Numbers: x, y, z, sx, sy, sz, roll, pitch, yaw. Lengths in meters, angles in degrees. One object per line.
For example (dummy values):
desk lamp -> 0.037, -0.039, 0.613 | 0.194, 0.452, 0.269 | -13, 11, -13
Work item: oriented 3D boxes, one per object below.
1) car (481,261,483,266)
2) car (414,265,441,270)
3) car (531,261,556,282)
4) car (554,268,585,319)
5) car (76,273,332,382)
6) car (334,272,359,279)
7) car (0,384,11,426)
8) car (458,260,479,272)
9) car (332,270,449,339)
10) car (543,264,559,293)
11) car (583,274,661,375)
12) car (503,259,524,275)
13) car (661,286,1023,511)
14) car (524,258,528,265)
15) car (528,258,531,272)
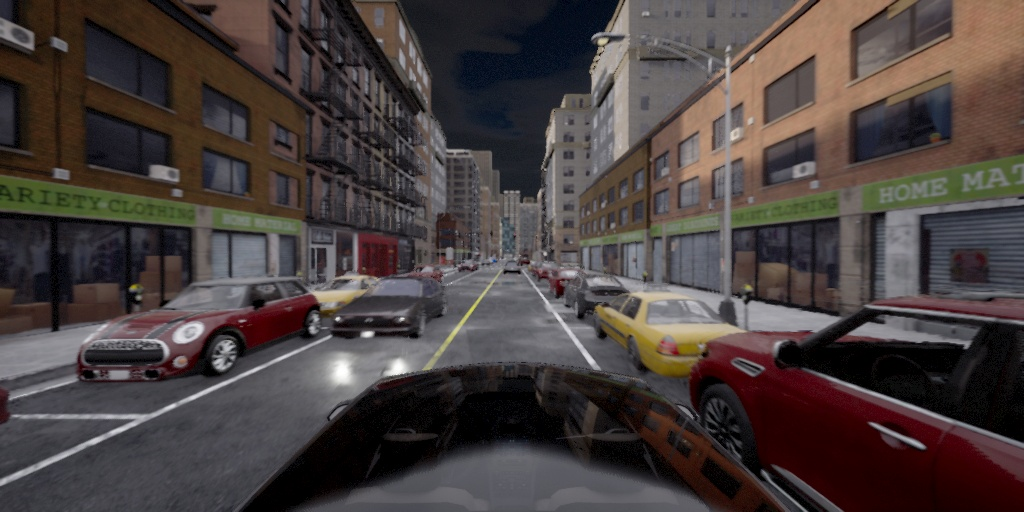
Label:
car -> -5.648, 1.353, 51.141 | 1.948, 1.339, 4.313 | 0, 0, 0
car -> -5.659, 1.299, 23.658 | 1.888, 1.381, 4.507 | 0, 0, 0
car -> 2.869, 1.197, 29.151 | 1.967, 1.591, 4.097 | 0, 0, 0
car -> 2.862, 1.299, 12.661 | 2.007, 1.370, 4.403 | 0, 0, 0
car -> -5.666, 1.188, 7.168 | 1.967, 1.591, 4.097 | 0, 0, 0
car -> -5.663, 1.274, 12.494 | 1.751, 1.417, 4.829 | 0, 0, 0
car -> -5.667, 1.332, 1.671 | 1.802, 1.307, 4.207 | 0, 0, 0
car -> -5.650, 1.217, 45.645 | 1.967, 1.591, 4.097 | 0, 0, 0
car -> -3.088, 1.296, 10.328 | 2.033, 1.411, 5.357 | 0, 0, 0
car -> 2.864, 1.295, 18.158 | 1.888, 1.381, 4.507 | 0, 0, 0
car -> 2.860, 1.274, 7.335 | 1.751, 1.417, 4.829 | 0, 0, 0
car -> 0.016, 1.333, 39.909 | 1.994, 1.385, 4.181 | 0, 0, 0
car -> 2.858, 1.065, 1.668 | 2.192, 1.841, 5.009 | 0, 0, 0
car -> 2.875, 1.303, 45.812 | 1.751, 1.417, 4.829 | 0, 0, 0
car -> 2.871, 1.202, 34.648 | 1.967, 1.591, 4.097 | 0, 0, 0
